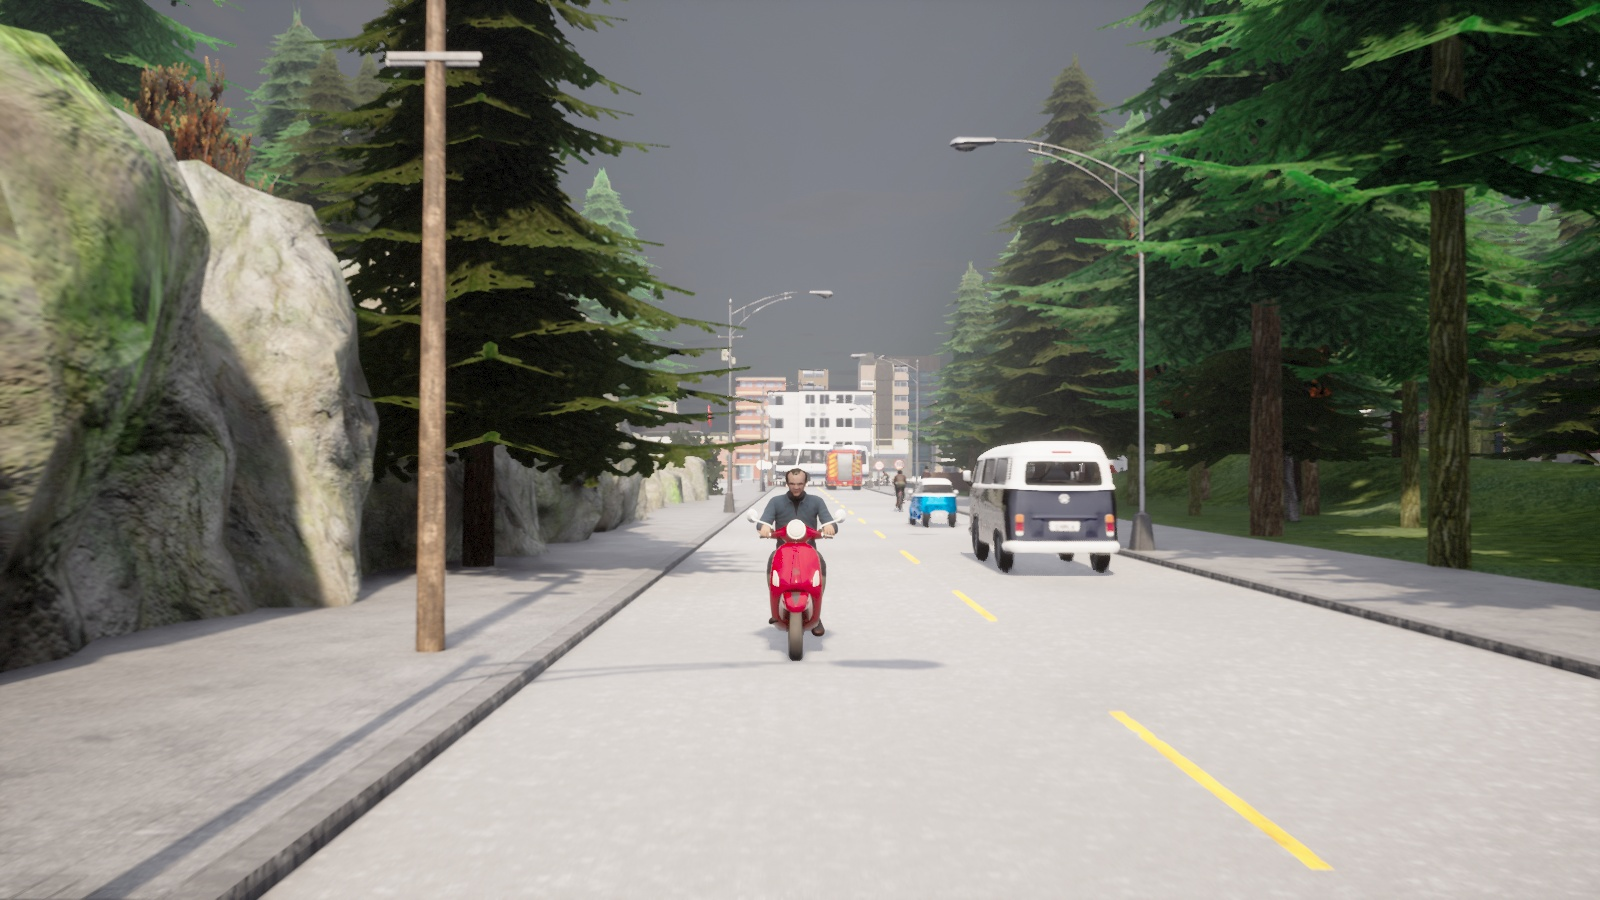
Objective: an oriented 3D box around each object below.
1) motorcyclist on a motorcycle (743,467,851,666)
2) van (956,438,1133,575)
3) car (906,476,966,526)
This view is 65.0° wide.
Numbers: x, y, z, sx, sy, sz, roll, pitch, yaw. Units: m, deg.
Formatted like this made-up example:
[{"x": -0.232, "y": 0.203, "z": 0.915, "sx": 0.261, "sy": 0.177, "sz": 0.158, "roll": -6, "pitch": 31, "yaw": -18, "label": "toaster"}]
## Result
[{"x": -0.026, "y": 0.953, "z": 11.021, "sx": 0.866, "sy": 1.590, "sz": 1.817, "roll": 0, "pitch": -1, "yaw": 0, "label": "motorcyclist on a motorcycle"}, {"x": 3.949, "y": 0.877, "z": 21.099, "sx": 2.069, "sy": 2.038, "sz": 4.480, "roll": 0, "pitch": -1, "yaw": 0, "label": "van"}, {"x": 3.914, "y": 1.464, "z": 36.459, "sx": 1.481, "sy": 1.376, "sz": 2.207, "roll": 0, "pitch": 0, "yaw": 0, "label": "car"}]
